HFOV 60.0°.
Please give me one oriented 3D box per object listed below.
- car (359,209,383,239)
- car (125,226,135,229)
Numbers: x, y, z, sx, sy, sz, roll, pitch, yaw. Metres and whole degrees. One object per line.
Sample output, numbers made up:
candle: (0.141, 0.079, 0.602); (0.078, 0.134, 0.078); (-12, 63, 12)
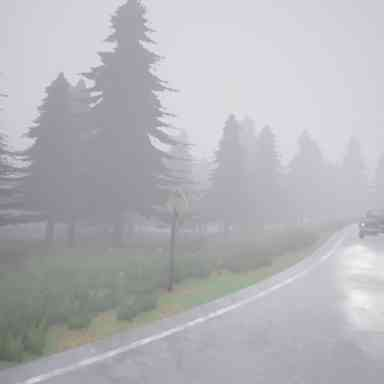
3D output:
car: (9.335, 1.542, 16.211); (1.895, 1.301, 4.718); (1, 1, 32)
car: (-16.606, 8.713, 84.870); (4.193, 1.474, 1.816); (3, 3, 0)
